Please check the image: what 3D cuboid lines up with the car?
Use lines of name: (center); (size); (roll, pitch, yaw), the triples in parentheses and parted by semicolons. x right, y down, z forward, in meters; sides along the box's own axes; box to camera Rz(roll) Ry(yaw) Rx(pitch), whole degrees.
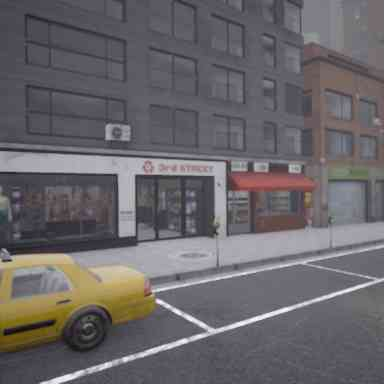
car: (-2.884, 1.525, 4.607); (4.829, 1.417, 1.752); (0, -1, -35)
